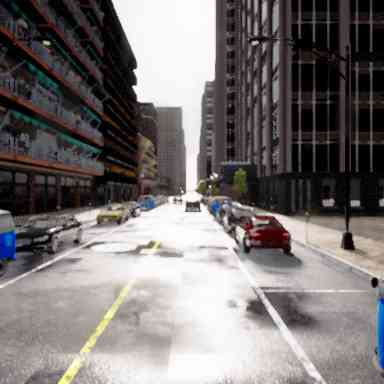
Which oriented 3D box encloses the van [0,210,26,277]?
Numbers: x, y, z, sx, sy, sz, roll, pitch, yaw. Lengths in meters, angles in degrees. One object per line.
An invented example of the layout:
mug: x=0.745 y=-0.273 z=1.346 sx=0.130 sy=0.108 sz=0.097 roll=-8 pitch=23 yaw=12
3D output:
van: x=-5.686 y=1.329 z=7.539 sx=1.690 sy=1.788 sz=3.998 roll=0 pitch=0 yaw=0

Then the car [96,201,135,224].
car: x=-5.683 y=1.505 z=24.356 sx=1.752 sy=1.417 sz=4.829 roll=0 pitch=0 yaw=0

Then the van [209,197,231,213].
van: x=2.699 y=1.321 z=30.188 sx=1.690 sy=1.788 sz=3.998 roll=0 pitch=0 yaw=0

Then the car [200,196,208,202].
car: x=2.710 y=1.531 z=75.666 sx=1.752 sy=1.417 sz=4.829 roll=0 pitch=0 yaw=0

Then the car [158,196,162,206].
car: x=-5.677 y=1.508 z=47.013 sx=1.752 sy=1.417 sz=4.829 roll=0 pitch=0 yaw=0

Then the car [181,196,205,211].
car: x=0.112 y=1.474 z=41.085 sx=2.128 sy=1.511 sz=4.902 roll=0 pitch=0 yaw=0

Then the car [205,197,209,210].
car: x=2.701 y=1.526 z=35.852 sx=1.887 sy=1.381 sz=4.507 roll=0 pitch=0 yaw=0

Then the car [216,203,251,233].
car: x=2.696 y=1.530 z=18.862 sx=2.008 sy=1.369 sz=4.403 roll=0 pitch=0 yaw=0

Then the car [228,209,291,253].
car: x=2.695 y=1.564 z=13.198 sx=1.802 sy=1.307 sz=4.206 roll=0 pitch=0 yaw=0

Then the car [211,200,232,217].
car: x=2.697 y=1.530 z=24.524 sx=2.008 sy=1.369 sz=4.403 roll=0 pitch=0 yaw=0

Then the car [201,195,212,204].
car: x=2.707 y=1.428 z=64.172 sx=1.967 sy=1.590 sz=4.097 roll=0 pitch=0 yaw=0

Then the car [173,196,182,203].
car: x=-2.981 y=1.525 z=69.958 sx=1.994 sy=1.385 sz=4.181 roll=0 pitch=0 yaw=0

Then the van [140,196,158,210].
van: x=-5.678 y=1.323 z=41.519 sx=1.690 sy=1.788 sz=3.998 roll=0 pitch=0 yaw=0

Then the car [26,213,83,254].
car: x=-5.685 y=1.533 z=13.201 sx=2.008 sy=1.369 sz=4.403 roll=0 pitch=0 yaw=0

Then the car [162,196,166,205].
car: x=-5.675 y=1.549 z=52.847 sx=1.947 sy=1.339 sz=4.313 roll=0 pitch=0 yaw=0

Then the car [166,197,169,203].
car: x=-5.674 y=1.425 z=58.509 sx=1.967 sy=1.590 sz=4.097 roll=0 pitch=0 yaw=0

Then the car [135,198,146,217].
car: x=-5.681 y=1.531 z=30.191 sx=2.008 sy=1.369 sz=4.403 roll=0 pitch=0 yaw=0

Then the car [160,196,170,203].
car: x=-5.671 y=1.521 z=69.666 sx=1.752 sy=1.417 sz=4.829 roll=0 pitch=0 yaw=0

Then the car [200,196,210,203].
car: x=2.709 y=1.540 z=69.834 sx=1.887 sy=1.381 sz=4.507 roll=0 pitch=0 yaw=0

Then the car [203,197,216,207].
car: x=2.705 y=1.528 z=52.845 sx=1.887 sy=1.381 sz=4.507 roll=0 pitch=0 yaw=0

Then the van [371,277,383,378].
van: x=2.693 y=1.337 z=1.872 sx=1.690 sy=1.788 sz=3.998 roll=0 pitch=0 yaw=0
